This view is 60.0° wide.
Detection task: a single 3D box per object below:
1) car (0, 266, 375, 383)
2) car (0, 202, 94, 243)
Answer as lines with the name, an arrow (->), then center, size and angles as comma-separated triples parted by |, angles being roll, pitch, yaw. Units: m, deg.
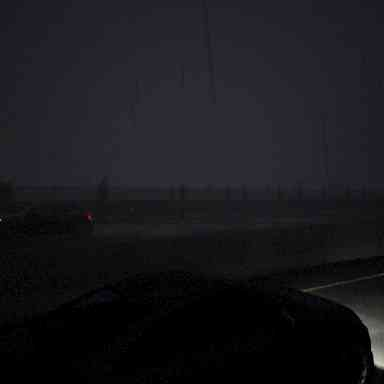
car -> 0.094, 1.557, 3.589 | 4.181, 1.385, 1.994 | 0, 0, -34
car -> -7.131, 1.299, 15.781 | 4.553, 1.767, 2.097 | 0, 0, -33
